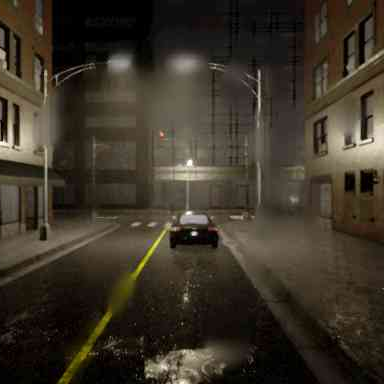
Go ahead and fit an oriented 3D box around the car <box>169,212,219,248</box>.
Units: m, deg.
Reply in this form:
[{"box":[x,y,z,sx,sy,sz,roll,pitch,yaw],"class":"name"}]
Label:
[{"box":[0.064,1.538,14.550,1.994,1.385,4.181,0,0,0],"class":"car"}]
